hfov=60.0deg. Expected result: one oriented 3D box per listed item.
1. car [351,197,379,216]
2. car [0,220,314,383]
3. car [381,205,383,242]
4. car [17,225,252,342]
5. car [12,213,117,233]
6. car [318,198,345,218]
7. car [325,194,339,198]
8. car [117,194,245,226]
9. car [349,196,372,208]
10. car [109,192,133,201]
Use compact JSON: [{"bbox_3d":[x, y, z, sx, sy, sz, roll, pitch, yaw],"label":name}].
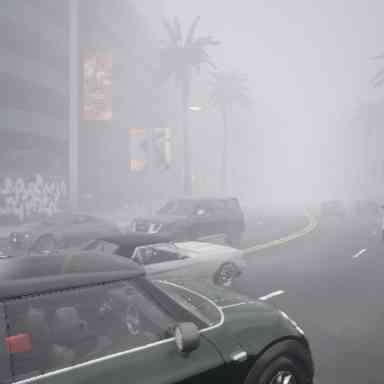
[{"bbox_3d":[16.926,1.478,32.732,2.128,1.511,4.902,0,0,17],"label":"car"},{"bbox_3d":[-0.963,1.350,2.944,4.553,1.767,2.097,0,0,-36],"label":"car"},{"bbox_3d":[10.263,1.216,15.613,2.150,2.045,5.566,0,0,32],"label":"car"},{"bbox_3d":[-0.960,1.595,7.213,4.718,1.301,1.895,0,0,-40],"label":"car"},{"bbox_3d":[-4.950,1.550,13.375,4.181,1.385,1.994,0,0,-44],"label":"car"},{"bbox_3d":[12.405,1.533,29.712,2.033,1.411,5.357,0,0,17],"label":"car"},{"bbox_3d":[32.877,1.318,77.300,2.185,1.767,4.553,0,0,16],"label":"car"},{"bbox_3d":[0.031,1.211,13.349,2.150,2.045,5.566,0,0,41],"label":"car"},{"bbox_3d":[24.785,1.461,49.062,2.231,1.521,4.892,0,0,16],"label":"car"},{"bbox_3d":[-10.836,0.982,51.444,2.435,2.045,5.566,0,0,16],"label":"car"}]
